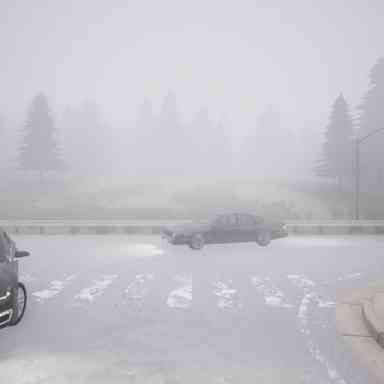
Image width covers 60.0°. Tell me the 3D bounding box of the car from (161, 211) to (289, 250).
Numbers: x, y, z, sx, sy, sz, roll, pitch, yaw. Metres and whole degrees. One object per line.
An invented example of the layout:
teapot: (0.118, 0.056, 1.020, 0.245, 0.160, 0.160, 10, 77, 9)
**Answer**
car: (1.459, 1.547, 14.201, 5.357, 1.411, 2.033, 0, 0, -20)

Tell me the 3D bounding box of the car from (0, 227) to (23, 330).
car: (-4.457, 1.505, 6.560, 1.837, 1.490, 4.892, 0, 0, -28)

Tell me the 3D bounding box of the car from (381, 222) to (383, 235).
car: (11.238, 1.491, 15.079, 4.902, 1.511, 2.128, 0, 0, 0)
